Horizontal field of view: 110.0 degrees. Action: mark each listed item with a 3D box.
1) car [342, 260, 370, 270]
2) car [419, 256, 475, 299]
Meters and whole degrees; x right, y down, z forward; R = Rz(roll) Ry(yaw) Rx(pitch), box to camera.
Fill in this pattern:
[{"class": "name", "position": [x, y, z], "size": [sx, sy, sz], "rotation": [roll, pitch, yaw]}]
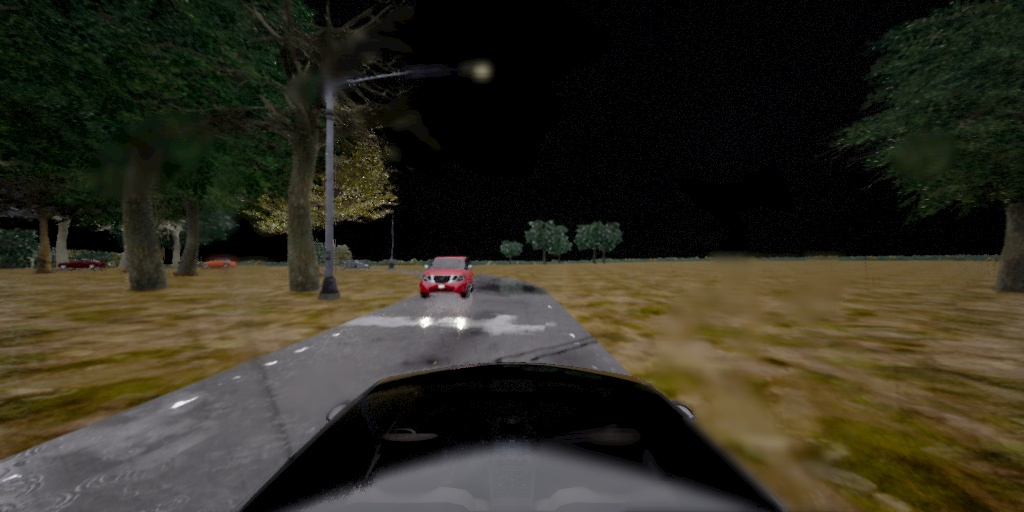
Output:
[{"class": "car", "position": [-23.680, 1.314, 54.452], "size": [4.902, 1.511, 2.128], "rotation": [0, -2, 29]}, {"class": "car", "position": [-3.172, 1.006, 18.601], "size": [2.150, 2.045, 5.566], "rotation": [0, 0, -1]}]
